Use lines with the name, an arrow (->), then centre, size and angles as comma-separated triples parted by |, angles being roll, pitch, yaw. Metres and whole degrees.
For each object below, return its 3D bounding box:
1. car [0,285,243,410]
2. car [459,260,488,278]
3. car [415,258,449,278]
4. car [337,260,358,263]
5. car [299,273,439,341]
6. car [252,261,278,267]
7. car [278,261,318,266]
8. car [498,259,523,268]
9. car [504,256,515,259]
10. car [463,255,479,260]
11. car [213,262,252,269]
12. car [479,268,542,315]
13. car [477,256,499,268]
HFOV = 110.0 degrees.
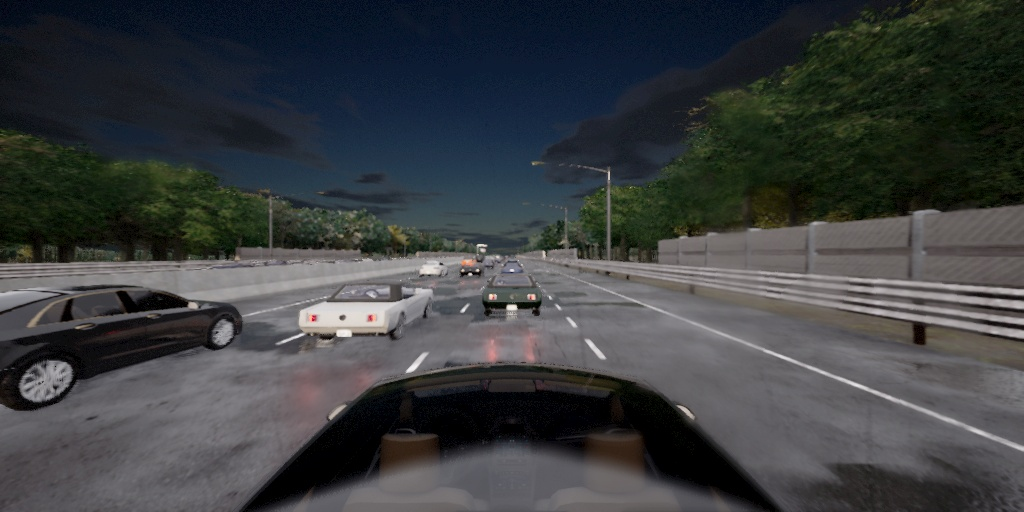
car -> -6.999, 1.240, 6.096 | 1.837, 1.490, 4.892 | 0, 0, 0
car -> -3.481, 1.236, 32.188 | 1.895, 1.301, 4.718 | 0, 0, 0
car -> -6.981, 1.166, 32.178 | 1.812, 1.442, 4.674 | 0, 0, 0
car -> -17.542, 1.135, 37.850 | 2.128, 1.511, 4.902 | 0, 0, 0
car -> -3.497, 1.313, 9.701 | 1.895, 1.301, 4.718 | 0, 0, 0
car -> -24.540, 1.216, 37.707 | 1.994, 1.385, 4.181 | 0, 0, 0
car -> -21.050, 1.250, 36.433 | 1.895, 1.301, 4.718 | 0, 0, 0
car -> 0.018, 1.196, 32.165 | 1.994, 1.385, 4.181 | 0, 0, 0
car -> 0.041, 1.133, 62.233 | 2.033, 1.411, 5.357 | 0, 0, 0
car -> -6.963, 0.954, 58.182 | 2.097, 1.767, 4.553 | 0, 0, 0
car -> -28.043, 1.257, 36.857 | 1.895, 1.301, 4.718 | 0, 0, 0
car -> 0.006, 1.292, 13.296 | 1.895, 1.301, 4.718 | 0, 0, 0
car -> -3.467, 1.157, 52.238 | 2.033, 1.411, 5.357 | 0, 0, 0
